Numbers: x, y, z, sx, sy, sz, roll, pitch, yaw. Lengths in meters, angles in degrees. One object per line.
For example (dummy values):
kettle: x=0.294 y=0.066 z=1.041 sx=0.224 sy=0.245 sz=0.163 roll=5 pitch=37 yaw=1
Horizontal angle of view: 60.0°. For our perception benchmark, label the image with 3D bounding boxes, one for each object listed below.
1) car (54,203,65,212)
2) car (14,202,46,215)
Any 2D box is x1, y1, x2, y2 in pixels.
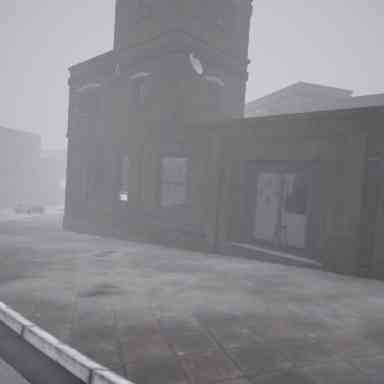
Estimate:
car: x=-18.610 y=2.363 z=50.783 sx=2.033 sy=1.411 sz=5.357 roll=4 pitch=-1 yaw=16
car: x=-19.772 y=1.991 z=40.868 sx=2.128 sy=1.511 sz=4.902 roll=4 pitch=-1 yaw=3
